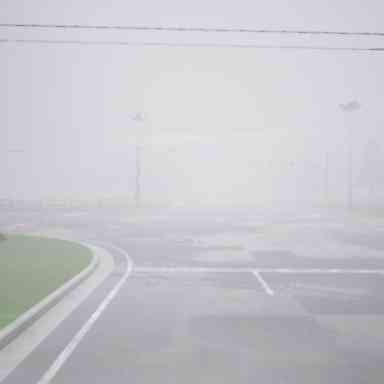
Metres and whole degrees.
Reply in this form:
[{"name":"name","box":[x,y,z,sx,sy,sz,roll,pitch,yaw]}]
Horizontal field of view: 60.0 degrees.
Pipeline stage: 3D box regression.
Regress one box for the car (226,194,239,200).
[{"name":"car","box":[10.510,1.424,87.385,1.812,1.442,4.674,0,0,0]}]

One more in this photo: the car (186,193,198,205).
[{"name":"car","box":[0.007,1.412,57.428,1.882,1.535,5.008,0,0,0]}]

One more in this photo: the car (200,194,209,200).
[{"name":"car","box":[3.510,1.452,87.831,1.994,1.385,4.181,0,0,0]}]

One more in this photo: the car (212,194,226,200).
[{"name":"car","box":[7.010,1.441,87.194,2.033,1.411,5.357,0,0,0]}]

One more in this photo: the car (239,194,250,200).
[{"name":"car","box":[14.010,1.440,87.118,2.033,1.411,5.357,0,0,0]}]
